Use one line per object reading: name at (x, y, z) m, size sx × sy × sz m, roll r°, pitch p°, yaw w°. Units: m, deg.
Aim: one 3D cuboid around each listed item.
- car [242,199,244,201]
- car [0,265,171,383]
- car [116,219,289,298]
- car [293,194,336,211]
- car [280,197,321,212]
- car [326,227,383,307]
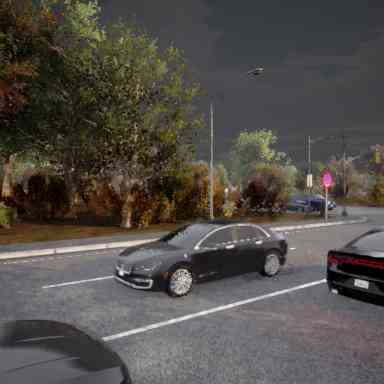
car at (7.591, 1.522, 45.319) m, size 1.812 × 1.442 × 4.674 m, roll 0°, pitch 0°, yaw -32°
car at (-2.697, 1.505, 1.815) m, size 4.892 × 1.490 × 1.837 m, roll 0°, pitch 0°, yaw -36°
car at (0.446, 1.505, 8.621) m, size 4.892 × 1.490 × 1.837 m, roll 0°, pitch 0°, yaw -36°
car at (14.720, 1.221, 40.663) m, size 2.150 × 2.045 × 5.566 m, roll 0°, pitch 0°, yaw -31°
car at (12.118, 1.564, 38.193) m, size 1.994 × 1.385 × 4.181 m, roll 0°, pitch 0°, yaw -32°
car at (5.022, 1.478, 7.349) m, size 5.008 × 1.535 × 1.882 m, roll 0°, pitch 0°, yaw -36°
